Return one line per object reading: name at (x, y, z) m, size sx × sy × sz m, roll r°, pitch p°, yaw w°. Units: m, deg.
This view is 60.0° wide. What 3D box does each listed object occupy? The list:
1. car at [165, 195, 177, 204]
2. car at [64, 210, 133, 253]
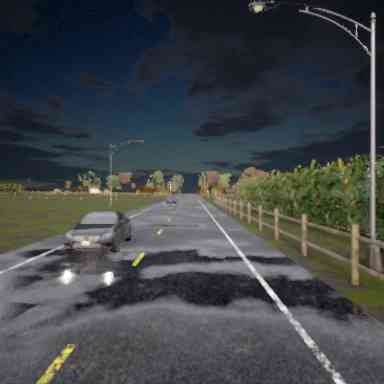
car at (-3.549, 1.321, 57.032) m, size 1.837 × 1.490 × 4.892 m, roll 0°, pitch 1°, yaw 0°
car at (-3.601, 1.484, 13.605) m, size 1.812 × 1.442 × 4.674 m, roll 0°, pitch 0°, yaw 0°
